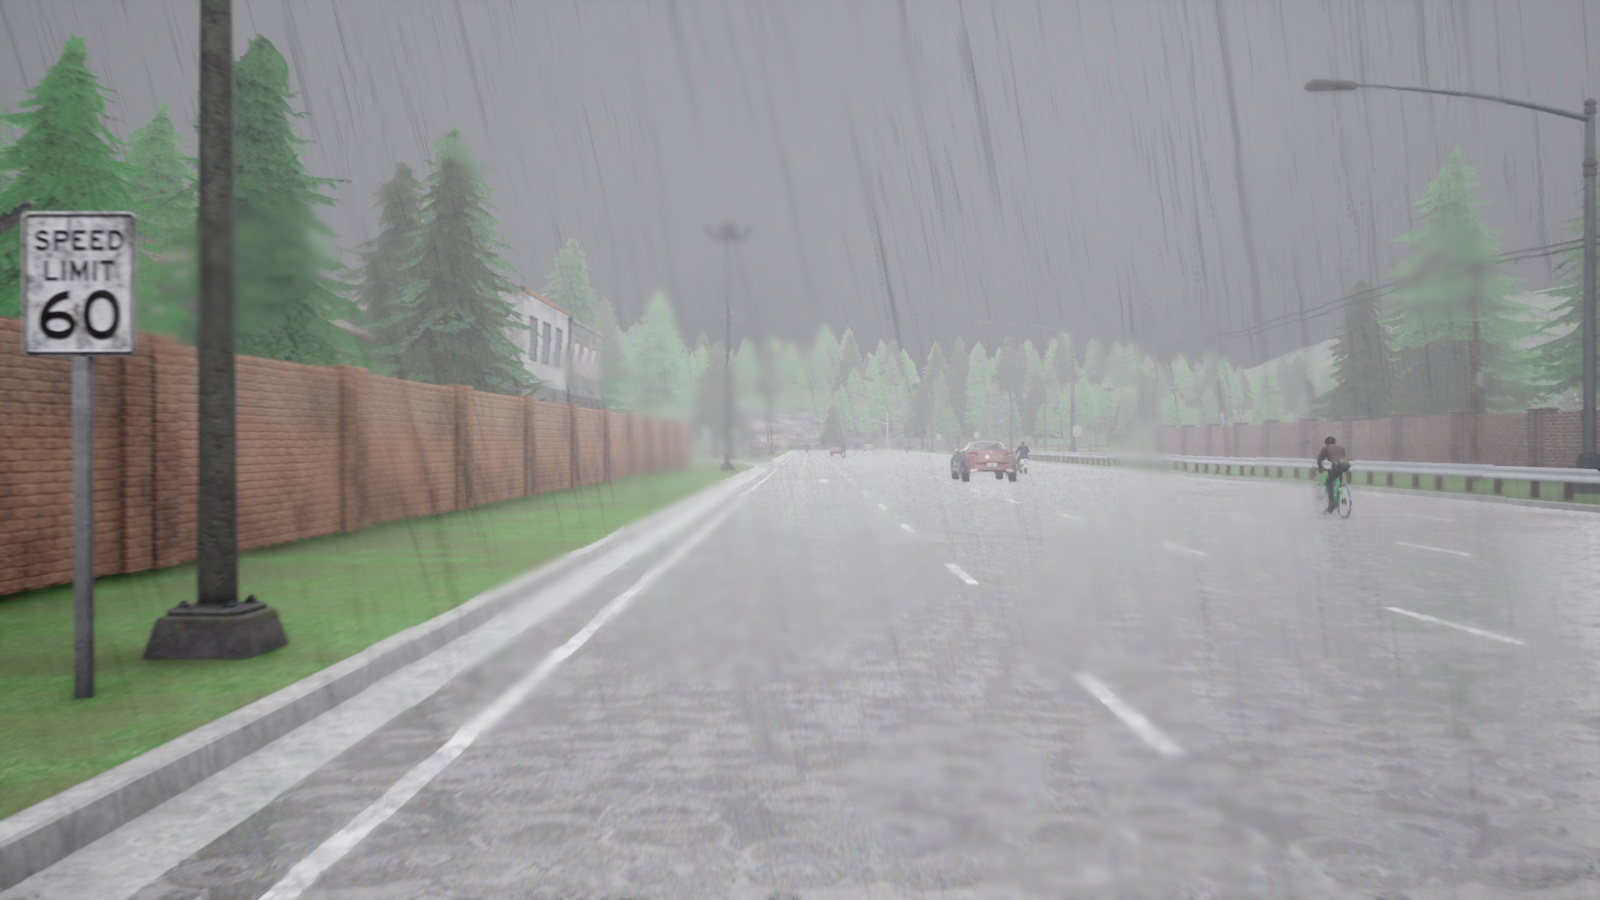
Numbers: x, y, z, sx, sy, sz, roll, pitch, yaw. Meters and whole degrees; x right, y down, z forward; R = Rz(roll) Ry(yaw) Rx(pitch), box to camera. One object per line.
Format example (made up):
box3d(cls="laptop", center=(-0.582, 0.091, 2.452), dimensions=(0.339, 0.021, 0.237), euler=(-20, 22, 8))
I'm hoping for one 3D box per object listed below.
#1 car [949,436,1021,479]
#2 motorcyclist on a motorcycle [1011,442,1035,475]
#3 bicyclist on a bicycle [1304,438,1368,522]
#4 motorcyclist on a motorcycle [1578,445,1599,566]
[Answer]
box3d(cls="car", center=(7.300, 0.267, 50.031), dimensions=(2.152, 1.651, 5.027), euler=(0, 0, 0))
box3d(cls="motorcyclist on a motorcycle", center=(10.863, 0.386, 61.126), dimensions=(0.866, 1.590, 1.817), euler=(0, 0, 0))
box3d(cls="bicyclist on a bicycle", center=(10.658, 0.576, 25.016), dimensions=(0.582, 1.620, 1.656), euler=(0, 0, 0))
box3d(cls="motorcyclist on a motorcycle", center=(10.607, 0.709, 15.323), dimensions=(0.866, 1.530, 2.191), euler=(0, 0, 0))
